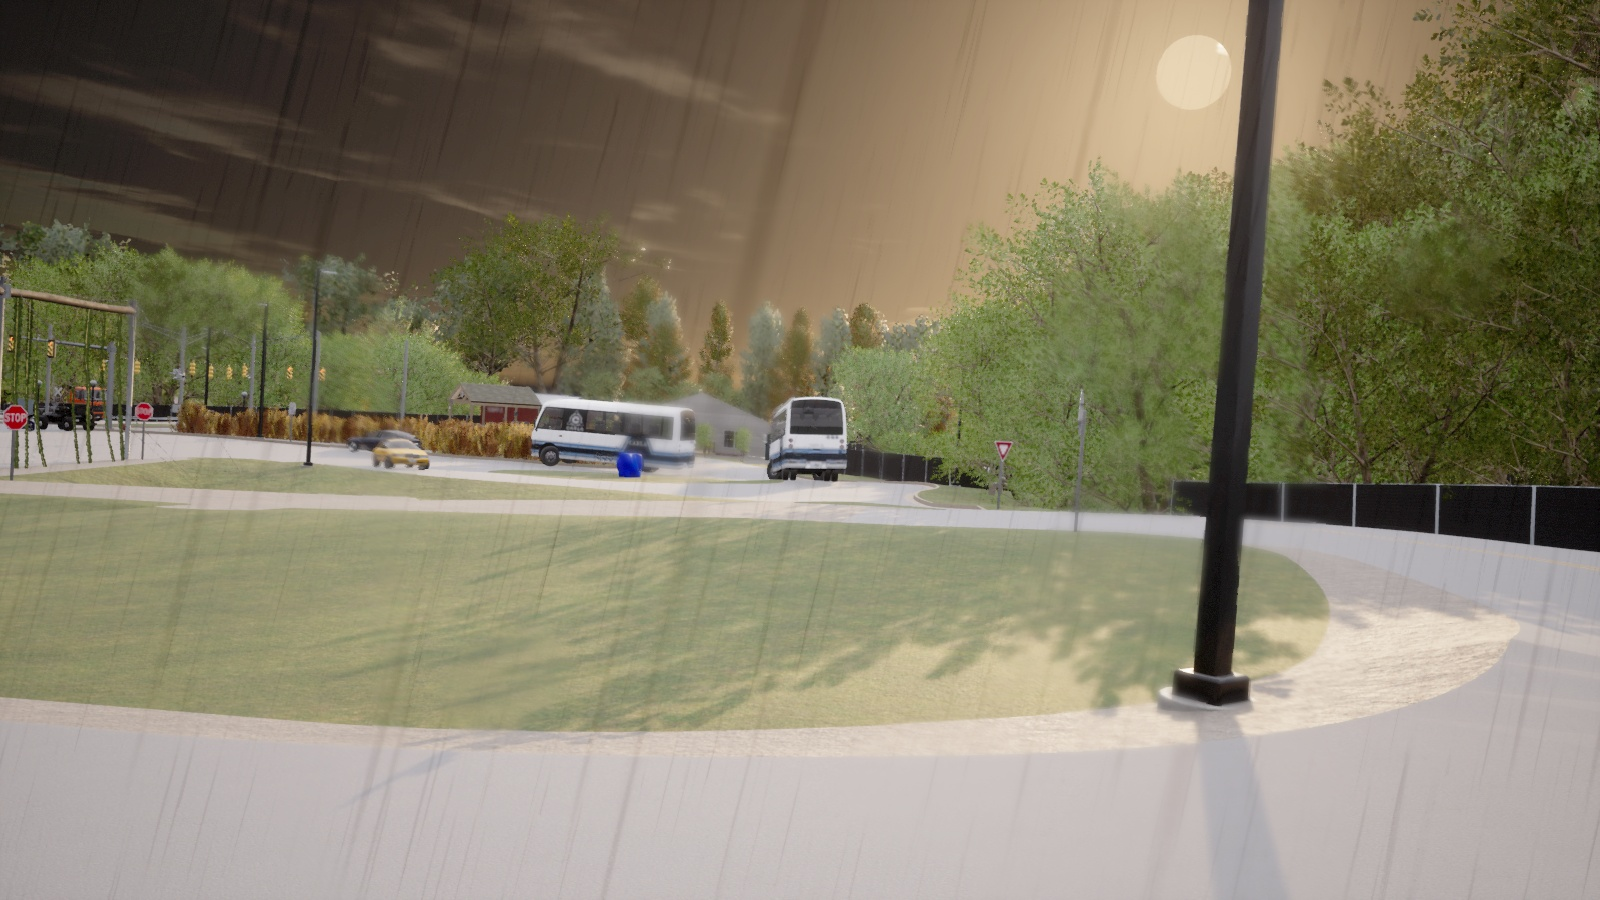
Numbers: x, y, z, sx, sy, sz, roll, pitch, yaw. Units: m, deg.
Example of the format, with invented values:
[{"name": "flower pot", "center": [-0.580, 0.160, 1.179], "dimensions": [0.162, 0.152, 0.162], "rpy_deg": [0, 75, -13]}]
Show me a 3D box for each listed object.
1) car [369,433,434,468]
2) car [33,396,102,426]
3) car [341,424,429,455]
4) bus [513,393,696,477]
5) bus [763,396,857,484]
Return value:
[{"name": "car", "center": [-19.545, -0.010, 61.415], "dimensions": [1.801, 1.575, 5.366], "rpy_deg": [3, -1, -30]}, {"name": "car", "center": [-49.184, -2.619, 84.377], "dimensions": [3.866, 1.878, 1.905], "rpy_deg": [3, 2, 19]}, {"name": "car", "center": [-25.321, -0.655, 76.689], "dimensions": [4.792, 1.488, 2.163], "rpy_deg": [5, 2, 23]}, {"name": "bus", "center": [-12.147, -0.989, 78.403], "dimensions": [10.273, 4.253, 3.944], "rpy_deg": [5, 3, 15]}, {"name": "bus", "center": [0.378, -0.364, 70.119], "dimensions": [3.944, 4.253, 10.273], "rpy_deg": [1, -3, -6]}]
